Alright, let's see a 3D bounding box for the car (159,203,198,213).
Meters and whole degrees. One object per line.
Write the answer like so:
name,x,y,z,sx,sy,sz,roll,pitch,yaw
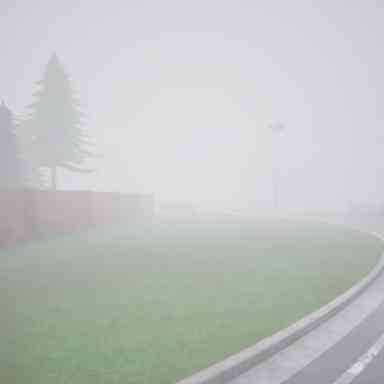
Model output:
car,-1.869,2.169,46.322,5.357,1.411,2.033,0,-1,15
